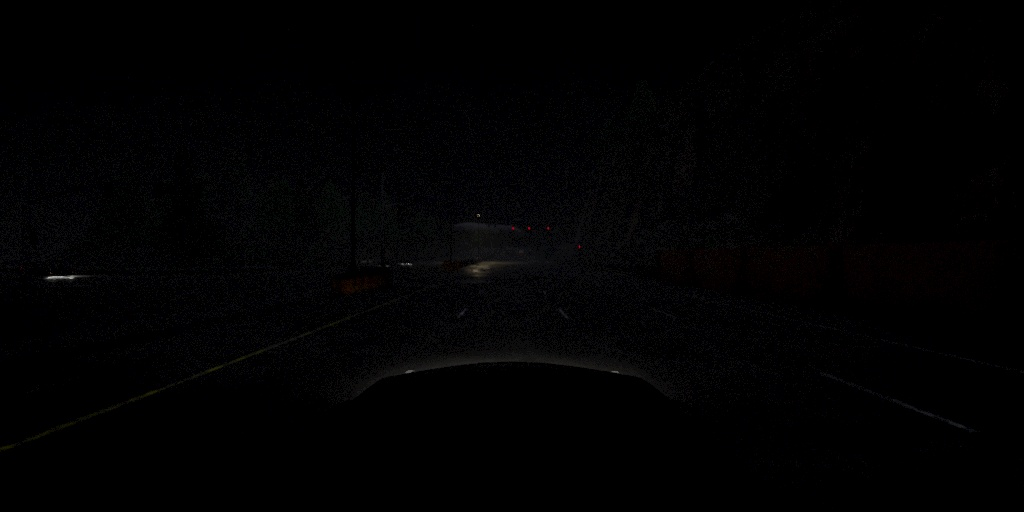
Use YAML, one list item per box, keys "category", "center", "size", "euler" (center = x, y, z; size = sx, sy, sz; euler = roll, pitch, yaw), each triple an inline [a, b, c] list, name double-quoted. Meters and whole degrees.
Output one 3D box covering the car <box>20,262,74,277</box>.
- category: "car"
  center: [-45.561, 1.280, 35.155]
  size: [4.181, 1.385, 1.994]
  euler: [0, 0, 12]
